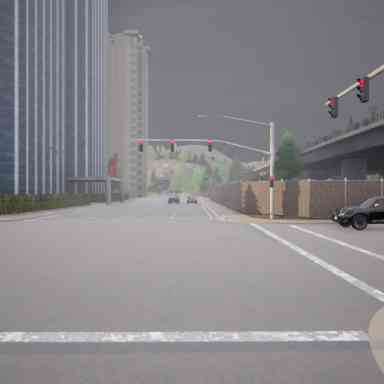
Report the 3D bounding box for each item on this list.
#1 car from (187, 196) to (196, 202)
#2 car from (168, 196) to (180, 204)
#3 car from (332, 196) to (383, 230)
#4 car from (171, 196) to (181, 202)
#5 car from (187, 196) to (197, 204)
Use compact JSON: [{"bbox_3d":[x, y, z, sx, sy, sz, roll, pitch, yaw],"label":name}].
[{"bbox_3d":[-0.110,1.595,74.558,1.895,1.301,4.718,0,0,0],"label":"car"},{"bbox_3d":[-3.497,1.478,64.199,1.882,1.535,5.008,0,0,0],"label":"car"},{"bbox_3d":[11.814,1.277,20.931,5.566,2.045,2.150,0,0,0],"label":"car"},{"bbox_3d":[-3.609,1.540,74.416,2.033,1.411,5.357,0,0,0],"label":"car"},{"bbox_3d":[0.004,1.564,64.595,1.994,1.385,4.181,0,0,0],"label":"car"}]
